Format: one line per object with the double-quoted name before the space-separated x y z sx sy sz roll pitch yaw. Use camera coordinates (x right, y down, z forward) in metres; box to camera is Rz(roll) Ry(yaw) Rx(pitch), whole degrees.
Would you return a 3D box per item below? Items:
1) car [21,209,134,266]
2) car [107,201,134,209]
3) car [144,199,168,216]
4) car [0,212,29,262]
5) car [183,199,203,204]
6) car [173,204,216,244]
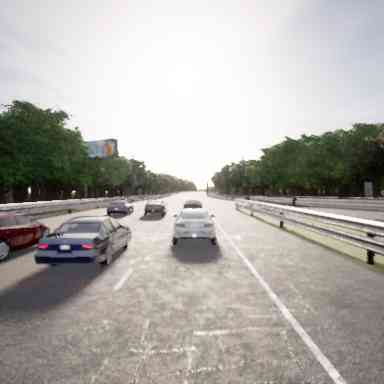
"car" -3.403 1.525 11.415 2.033 1.411 5.357 0 0 0
"car" -6.904 1.510 32.333 1.994 1.385 4.181 0 0 0
"car" -3.405 1.438 31.752 2.128 1.511 4.902 0 0 0
"car" -6.901 1.453 11.960 1.882 1.535 5.008 0 0 0
"car" 0.094 1.425 33.427 1.882 1.535 5.008 0 0 0
"car" 0.098 1.493 15.599 1.812 1.442 4.674 0 0 0
